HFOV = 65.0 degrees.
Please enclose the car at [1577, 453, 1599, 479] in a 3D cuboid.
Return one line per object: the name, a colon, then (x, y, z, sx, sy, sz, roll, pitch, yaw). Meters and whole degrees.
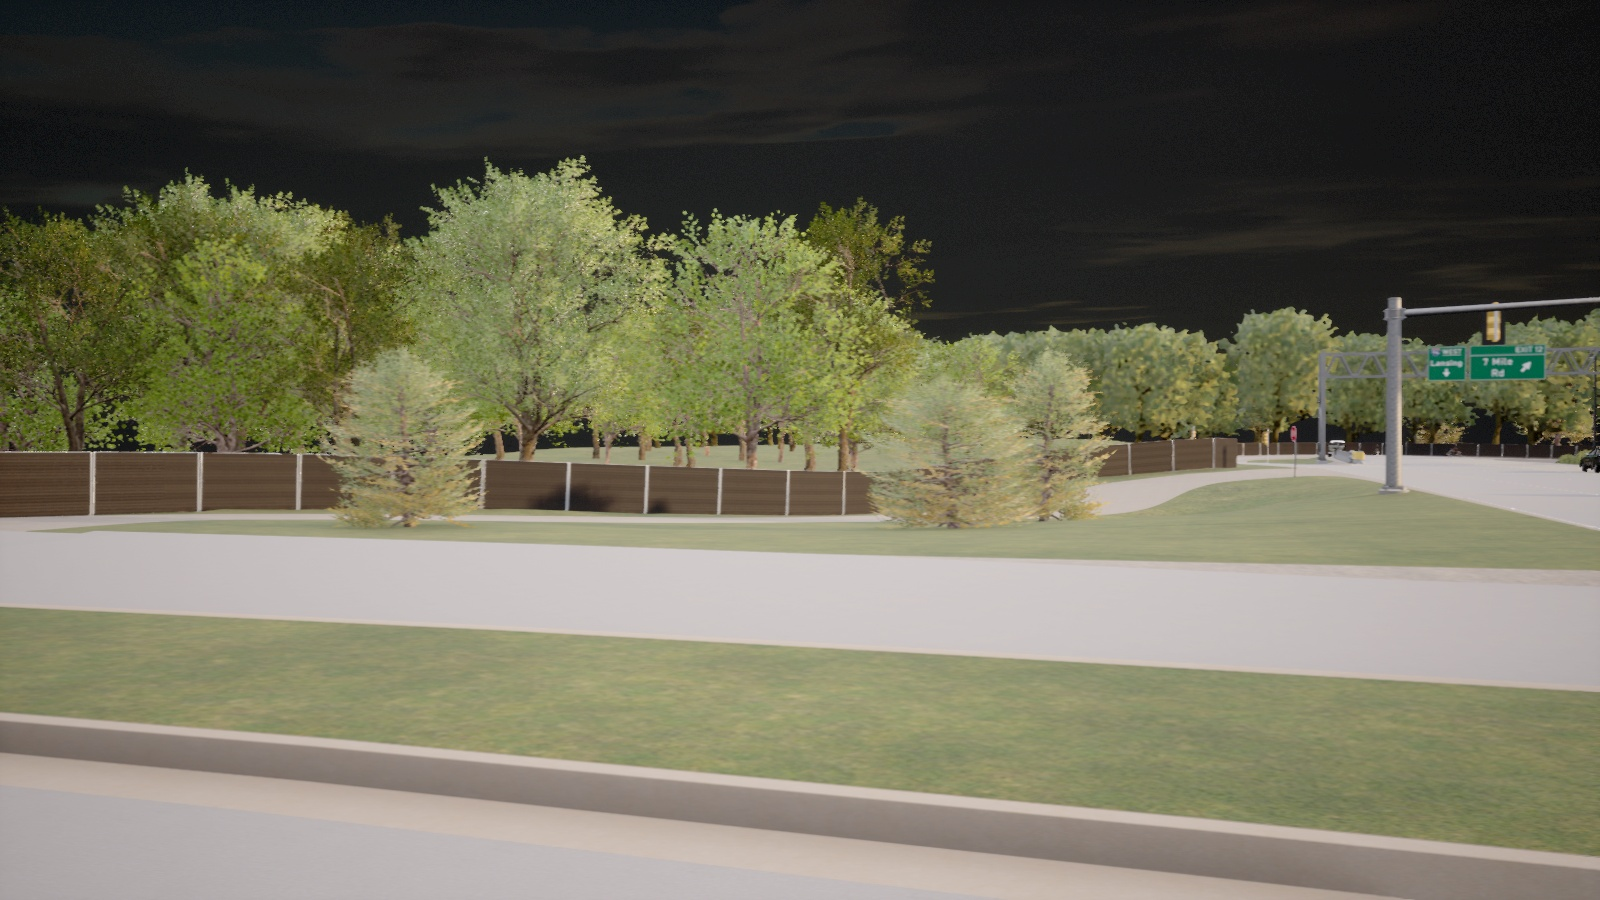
car: (47.277, 0.938, 73.831, 1.816, 1.474, 4.193, 0, 0, 19)
